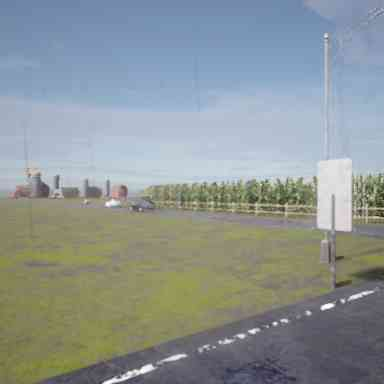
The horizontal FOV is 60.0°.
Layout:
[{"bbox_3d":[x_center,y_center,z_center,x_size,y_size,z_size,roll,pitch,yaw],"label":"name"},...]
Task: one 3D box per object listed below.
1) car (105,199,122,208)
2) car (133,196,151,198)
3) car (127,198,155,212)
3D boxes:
[{"bbox_3d":[-14.058,2.046,59.531,1.812,1.442,4.674,0,-1,-35],"label":"car"},{"bbox_3d":[-8.029,1.646,50.843,2.150,2.045,5.566,0,0,-34],"label":"car"},{"bbox_3d":[-6.604,1.855,43.684,1.837,1.490,4.892,0,-1,-34],"label":"car"}]
